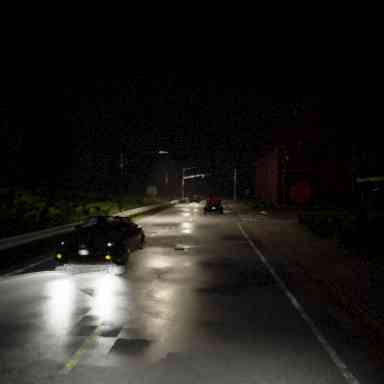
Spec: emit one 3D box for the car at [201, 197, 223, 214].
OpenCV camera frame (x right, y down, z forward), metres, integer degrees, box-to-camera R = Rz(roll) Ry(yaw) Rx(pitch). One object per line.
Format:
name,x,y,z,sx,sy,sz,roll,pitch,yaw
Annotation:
car,2.259,1.545,34.733,1.994,1.385,4.181,1,0,4

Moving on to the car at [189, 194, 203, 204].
car,0.465,1.462,62.025,2.033,1.411,5.357,1,0,4

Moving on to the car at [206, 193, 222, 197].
car,3.324,1.196,50.737,2.150,2.045,5.566,1,0,4

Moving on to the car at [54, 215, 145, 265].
car,-2.906,1.506,11.315,1.994,1.385,4.181,1,0,4

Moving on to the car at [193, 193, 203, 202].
car,1.501,1.255,77.526,2.097,1.767,4.553,1,0,4
